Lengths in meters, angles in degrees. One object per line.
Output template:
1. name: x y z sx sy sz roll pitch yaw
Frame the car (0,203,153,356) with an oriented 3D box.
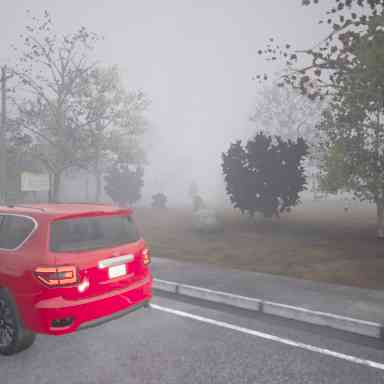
1. car: -3.250 1.221 6.298 5.566 2.045 2.150 0 0 35
